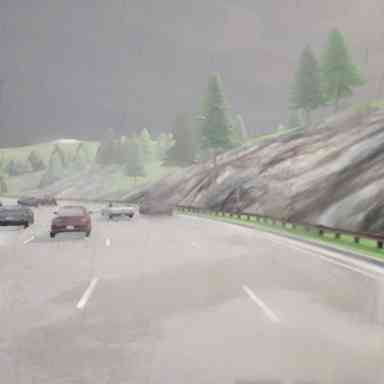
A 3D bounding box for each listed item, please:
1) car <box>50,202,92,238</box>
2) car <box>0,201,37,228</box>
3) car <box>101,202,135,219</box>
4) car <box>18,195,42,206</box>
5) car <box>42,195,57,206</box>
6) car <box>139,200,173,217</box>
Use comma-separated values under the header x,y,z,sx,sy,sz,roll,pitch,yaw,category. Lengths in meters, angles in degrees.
x,y,z,sx,sy,sz,roll,pitch,yaw,category
-6.266,1.451,17.429,1.812,1.442,4.674,0,0,-17,car
-11.312,1.502,21.212,1.994,1.385,4.181,0,0,-22,car
-6.190,1.456,27.229,1.895,1.301,4.718,-1,0,-25,car
-22.600,1.345,45.569,2.128,1.511,4.902,-1,0,-37,car
-22.383,1.168,51.044,2.097,1.767,4.553,-1,1,-37,car
-3.239,1.384,28.937,1.994,1.385,4.181,0,0,-25,car
